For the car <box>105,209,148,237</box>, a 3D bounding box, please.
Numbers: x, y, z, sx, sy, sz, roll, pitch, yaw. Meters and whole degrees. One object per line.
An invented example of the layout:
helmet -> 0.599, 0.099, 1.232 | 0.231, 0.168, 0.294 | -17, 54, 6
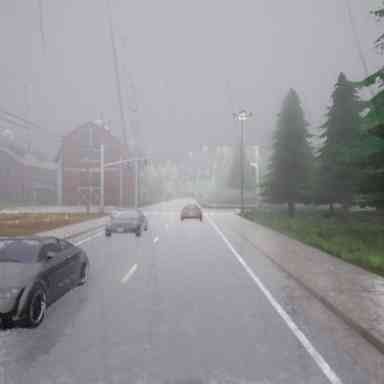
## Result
car -> -3.675, 1.715, 19.428 | 1.812, 1.442, 4.674 | 0, -1, 0

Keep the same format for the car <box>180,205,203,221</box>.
car -> -0.033, 1.857, 30.320 | 1.994, 1.385, 4.181 | 0, -1, 0

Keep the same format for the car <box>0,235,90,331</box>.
car -> -3.626, 1.634, 6.943 | 1.994, 1.385, 4.181 | 0, -1, 0
